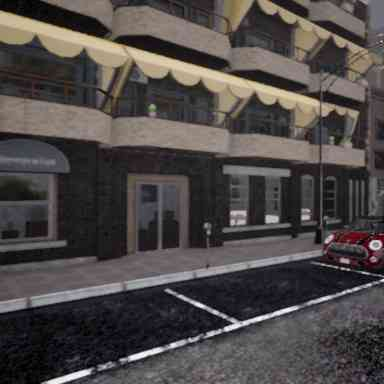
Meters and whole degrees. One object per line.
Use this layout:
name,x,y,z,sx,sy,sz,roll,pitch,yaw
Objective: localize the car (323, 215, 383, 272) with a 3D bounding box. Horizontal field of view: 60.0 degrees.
car,6.121,1.513,10.933,4.097,1.590,1.967,0,0,-36
